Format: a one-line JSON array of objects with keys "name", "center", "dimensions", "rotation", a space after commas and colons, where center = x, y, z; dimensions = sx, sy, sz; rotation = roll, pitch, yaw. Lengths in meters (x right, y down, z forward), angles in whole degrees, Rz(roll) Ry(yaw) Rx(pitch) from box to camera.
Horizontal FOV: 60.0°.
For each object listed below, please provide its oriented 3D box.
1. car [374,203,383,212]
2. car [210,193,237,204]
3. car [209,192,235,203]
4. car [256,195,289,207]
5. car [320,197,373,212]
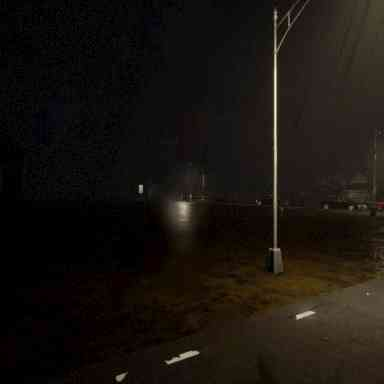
[{"name": "car", "center": [21.550, 1.535, 35.046], "dimensions": [1.895, 1.301, 4.718], "rotation": [2, 0, -35]}, {"name": "car", "center": [4.891, 1.174, 52.417], "dimensions": [1.895, 1.301, 4.718], "rotation": [2, -1, -35]}, {"name": "car", "center": [5.173, 0.989, 58.415], "dimensions": [2.097, 1.767, 4.553], "rotation": [2, -1, -35]}, {"name": "car", "center": [10.653, 1.177, 44.268], "dimensions": [1.837, 1.490, 4.892], "rotation": [2, 0, -35]}, {"name": "car", "center": [16.400, 1.292, 36.148], "dimensions": [1.837, 1.490, 4.892], "rotation": [2, 0, -35]}]
